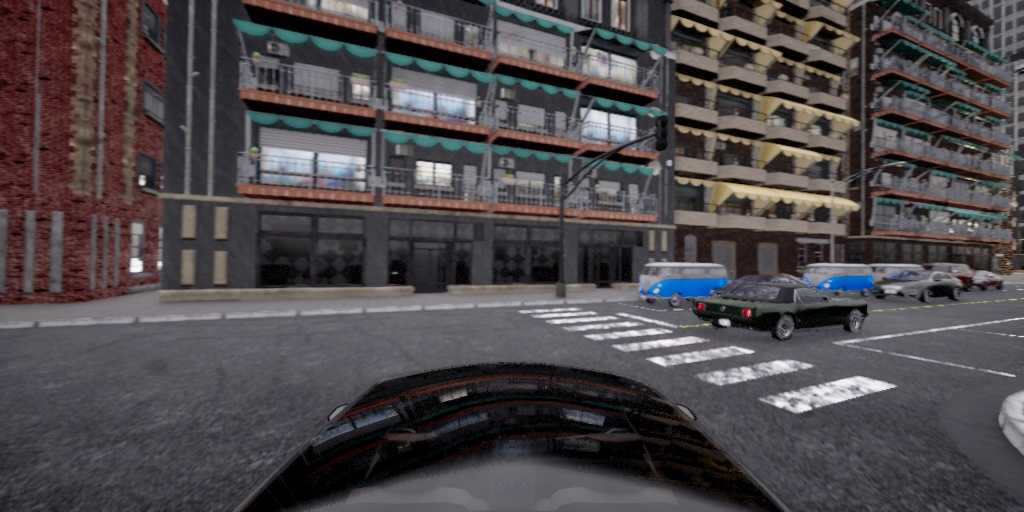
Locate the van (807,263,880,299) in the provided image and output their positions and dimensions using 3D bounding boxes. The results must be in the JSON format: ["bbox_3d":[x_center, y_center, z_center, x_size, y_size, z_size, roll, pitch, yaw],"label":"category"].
[{"bbox_3d":[17.829,1.305,19.654,3.998,1.789,1.690,0,0,-22],"label":"van"}]

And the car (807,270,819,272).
[{"bbox_3d":[12.589,1.484,17.567,4.207,1.307,1.802,0,0,-22],"label":"car"}]

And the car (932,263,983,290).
[{"bbox_3d":[28.309,1.404,23.827,5.009,1.841,2.192,0,0,-22],"label":"car"}]

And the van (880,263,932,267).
[{"bbox_3d":[23.069,1.367,21.740,3.998,1.789,1.690,0,0,-22],"label":"van"}]

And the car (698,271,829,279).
[{"bbox_3d":[9.595,1.409,13.726,4.181,1.385,1.994,1,-1,-22],"label":"car"}]

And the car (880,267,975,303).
[{"bbox_3d":[20.341,1.464,18.003,4.902,1.511,2.128,1,-1,-22],"label":"car"}]

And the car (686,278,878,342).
[{"bbox_3d":[7.361,1.393,9.765,4.718,1.301,1.895,1,-1,-22],"label":"car"}]

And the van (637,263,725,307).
[{"bbox_3d":[7.349,1.182,15.481,3.998,1.789,1.690,0,0,-22],"label":"van"}]

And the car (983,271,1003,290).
[{"bbox_3d":[33.549,1.734,25.913,4.207,1.307,1.802,0,0,-22],"label":"car"}]
